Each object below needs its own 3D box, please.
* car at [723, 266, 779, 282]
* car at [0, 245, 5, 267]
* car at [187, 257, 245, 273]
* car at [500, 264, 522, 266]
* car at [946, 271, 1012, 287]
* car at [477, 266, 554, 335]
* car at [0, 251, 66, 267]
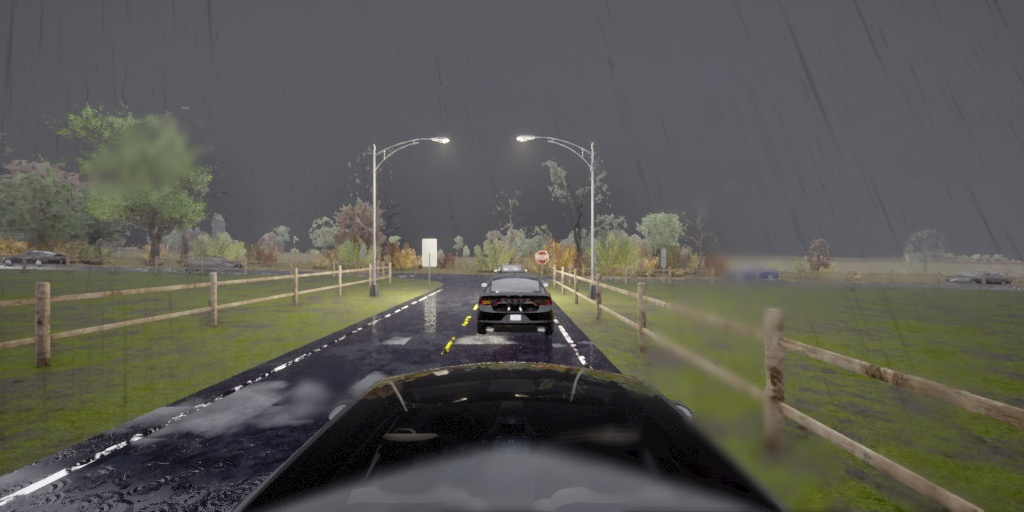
[{"bbox_3d":[23.637,1.745,35.551,5.008,1.535,1.882,1,1,0],"label":"car"},{"bbox_3d":[-50.392,-0.068,32.608,5.566,2.045,2.150,1,1,0],"label":"car"},{"bbox_3d":[-26.791,0.783,32.551,4.181,1.385,1.994,1,1,0],"label":"car"},{"bbox_3d":[-0.078,1.241,22.142,2.128,1.511,4.902,0,0,-3],"label":"car"},{"bbox_3d":[46.152,2.234,35.504,4.902,1.511,2.128,1,1,0],"label":"car"},{"bbox_3d":[0.086,1.226,10.494,1.882,1.535,5.008,0,0,0],"label":"car"},{"bbox_3d":[-46.976,0.250,35.431,4.892,1.490,1.837,1,1,0],"label":"car"}]
